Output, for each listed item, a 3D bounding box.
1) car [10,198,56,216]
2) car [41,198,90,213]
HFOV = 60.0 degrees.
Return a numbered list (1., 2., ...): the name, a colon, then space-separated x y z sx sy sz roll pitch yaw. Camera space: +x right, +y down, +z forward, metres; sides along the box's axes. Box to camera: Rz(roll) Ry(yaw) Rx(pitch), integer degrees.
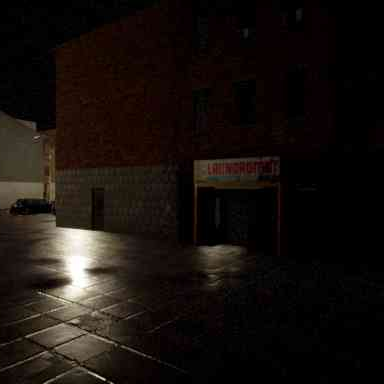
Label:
1. car: -15.080 1.395 32.522 2.097 1.767 4.553 0 0 36
2. car: -14.532 1.523 38.365 2.128 1.511 4.902 0 0 36
